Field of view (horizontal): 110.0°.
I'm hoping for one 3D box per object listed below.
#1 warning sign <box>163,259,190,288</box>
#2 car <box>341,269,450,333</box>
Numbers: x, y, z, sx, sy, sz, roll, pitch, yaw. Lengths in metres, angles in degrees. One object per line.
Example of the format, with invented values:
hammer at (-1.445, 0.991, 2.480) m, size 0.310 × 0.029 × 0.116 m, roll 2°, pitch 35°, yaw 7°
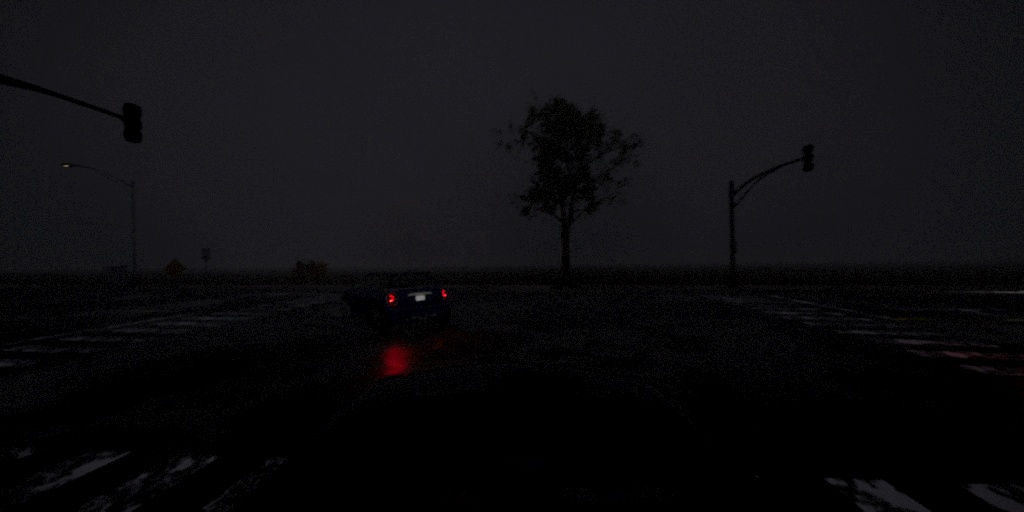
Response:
warning sign at (-21.445, 1.086, 22.834) m, size 1.060 × 1.860 × 1.300 m, roll 0°, pitch 0°, yaw 7°
car at (-3.906, 1.208, 11.630) m, size 2.097 × 1.767 × 4.553 m, roll -2°, pitch 0°, yaw -40°
